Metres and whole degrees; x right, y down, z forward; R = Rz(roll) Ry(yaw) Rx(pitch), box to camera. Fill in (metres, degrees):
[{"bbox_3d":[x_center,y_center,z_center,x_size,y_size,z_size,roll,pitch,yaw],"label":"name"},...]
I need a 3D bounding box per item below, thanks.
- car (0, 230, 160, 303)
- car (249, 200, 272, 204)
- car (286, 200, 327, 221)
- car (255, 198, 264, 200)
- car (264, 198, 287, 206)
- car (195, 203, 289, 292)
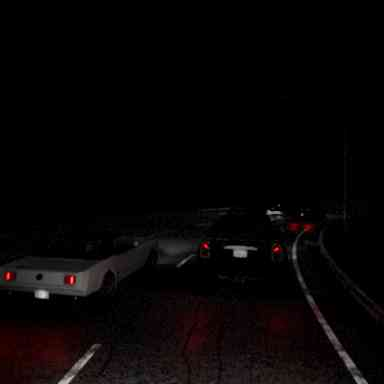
[{"bbox_3d":[-2.306,1.600,8.288,1.895,1.301,4.718,0,0,12],"label":"car"},{"bbox_3d":[4.233,1.594,25.820,2.033,1.411,5.357,1,0,30],"label":"car"},{"bbox_3d":[10.195,1.613,28.581,2.128,1.511,4.902,1,0,34],"label":"car"},{"bbox_3d":[9.320,1.530,44.753,1.837,1.490,4.892,1,0,41],"label":"car"},{"bbox_3d":[11.175,1.675,41.566,1.895,1.301,4.718,1,1,41],"label":"car"},{"bbox_3d":[1.520,1.375,9.347,2.097,1.767,4.553,0,0,13],"label":"car"}]
